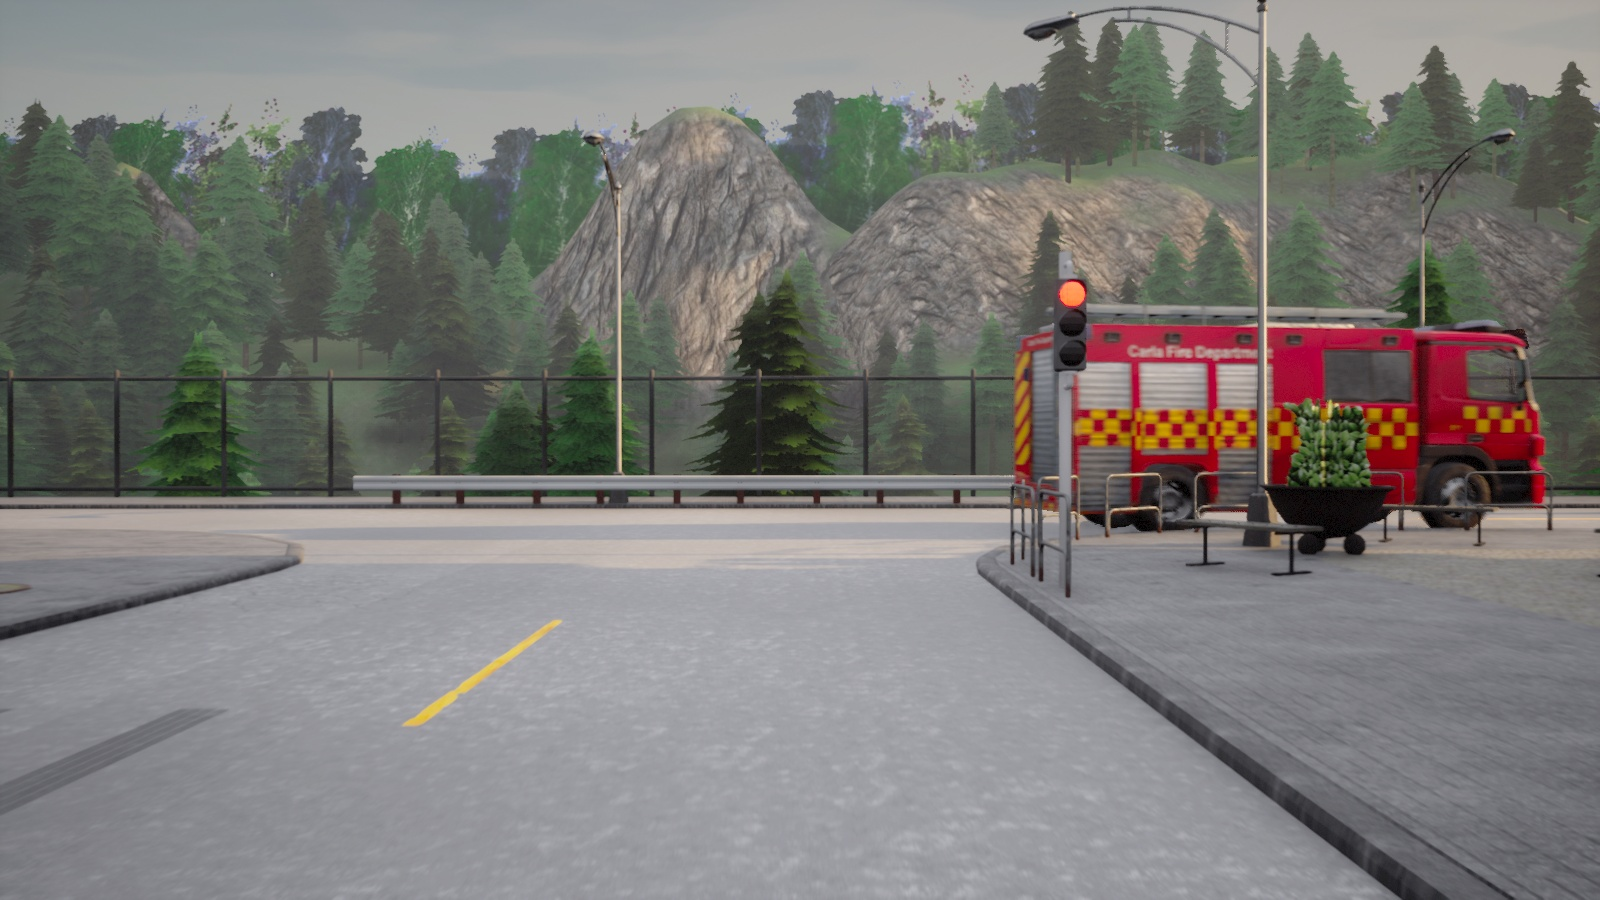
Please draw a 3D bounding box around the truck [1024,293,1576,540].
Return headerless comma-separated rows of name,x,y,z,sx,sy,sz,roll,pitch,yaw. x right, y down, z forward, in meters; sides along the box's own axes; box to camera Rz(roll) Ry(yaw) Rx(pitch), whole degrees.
truck,8.385,-0.532,21.498,8.468,3.827,2.891,0,1,-9
